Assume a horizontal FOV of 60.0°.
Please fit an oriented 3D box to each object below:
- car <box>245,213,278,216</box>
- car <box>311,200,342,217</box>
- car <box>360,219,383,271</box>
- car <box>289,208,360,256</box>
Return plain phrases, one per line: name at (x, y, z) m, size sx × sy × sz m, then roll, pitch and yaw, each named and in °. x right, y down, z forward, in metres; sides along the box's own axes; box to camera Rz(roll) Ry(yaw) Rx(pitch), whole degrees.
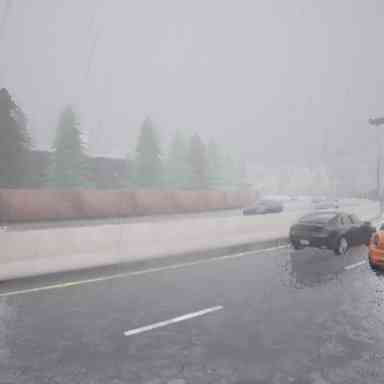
car at (6.423, 1.426, 29.658) m, size 2.097 × 1.767 × 4.553 m, roll 0°, pitch 0°, yaw 39°
car at (13.359, 1.605, 32.881) m, size 1.812 × 1.442 × 4.674 m, roll 0°, pitch 0°, yaw 35°
car at (7.123, 1.375, 9.945) m, size 4.553 × 1.767 × 2.097 m, roll 0°, pitch 0°, yaw -42°
car at (5.782, 1.538, 13.435) m, size 4.892 × 1.490 × 1.837 m, roll 0°, pitch 0°, yaw -43°
